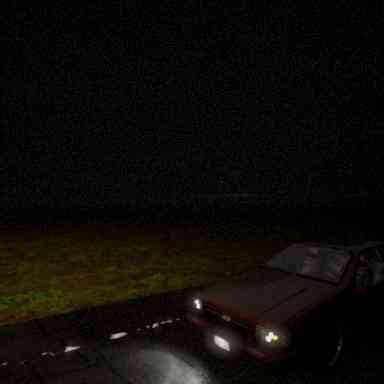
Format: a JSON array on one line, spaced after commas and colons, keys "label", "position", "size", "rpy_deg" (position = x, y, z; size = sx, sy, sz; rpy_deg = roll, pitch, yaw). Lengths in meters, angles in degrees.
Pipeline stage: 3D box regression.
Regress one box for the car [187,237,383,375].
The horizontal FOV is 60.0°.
[{"label": "car", "position": [2.546, 1.542, 5.808], "size": [5.357, 1.411, 2.033], "rpy_deg": [0, 0, -35]}]
